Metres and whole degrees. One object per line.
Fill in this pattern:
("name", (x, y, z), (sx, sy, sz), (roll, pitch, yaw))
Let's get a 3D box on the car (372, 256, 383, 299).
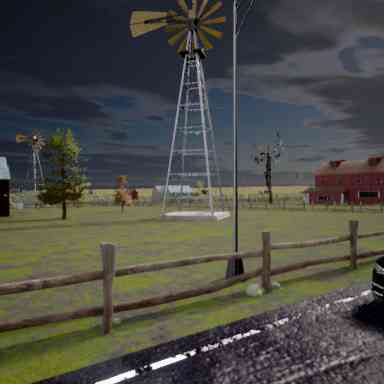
("car", (5.775, 1.487, 7.177), (4.902, 1.511, 2.128), (0, 0, -35))
